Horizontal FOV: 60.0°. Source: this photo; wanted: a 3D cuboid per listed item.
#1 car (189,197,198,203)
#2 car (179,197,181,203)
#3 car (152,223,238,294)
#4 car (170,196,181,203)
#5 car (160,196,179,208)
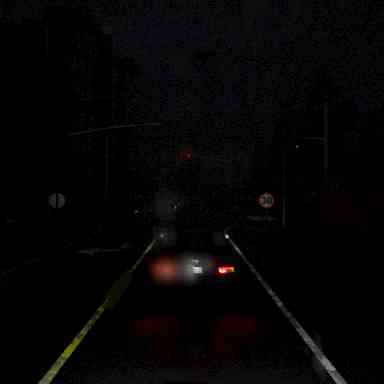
[{"bbox_3d":[0.262,1.601,69.680,1.895,1.301,4.718,0,0,0],"label":"car"},{"bbox_3d":[-3.444,1.601,58.274,1.895,1.301,4.718,0,0,0],"label":"car"},{"bbox_3d":[0.080,1.547,8.908,2.033,1.411,5.357,0,0,0],"label":"car"},{"bbox_3d":[-3.340,1.548,69.128,2.033,1.411,5.357,0,0,0],"label":"car"},{"bbox_3d":[-3.483,1.492,48.339,2.128,1.511,4.902,0,0,0],"label":"car"}]
